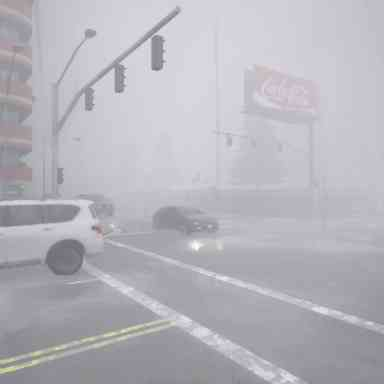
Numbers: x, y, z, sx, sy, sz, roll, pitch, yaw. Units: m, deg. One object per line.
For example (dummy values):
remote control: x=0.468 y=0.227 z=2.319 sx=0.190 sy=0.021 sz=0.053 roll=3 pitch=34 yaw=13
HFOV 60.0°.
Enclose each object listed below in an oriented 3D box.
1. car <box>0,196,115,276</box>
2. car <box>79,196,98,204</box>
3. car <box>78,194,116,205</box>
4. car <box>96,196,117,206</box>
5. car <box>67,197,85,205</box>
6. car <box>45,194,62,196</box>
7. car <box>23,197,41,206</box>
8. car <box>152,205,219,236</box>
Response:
car: x=-5.201 y=1.222 z=8.880 sx=5.566 sy=2.045 sz=2.150 roll=0 pitch=0 yaw=-35
car: x=-19.974 y=1.478 z=64.040 sx=1.882 sy=1.535 sz=5.008 roll=0 pitch=0 yaw=-36
car: x=-9.055 y=1.220 z=30.533 sx=2.150 sy=2.045 sz=5.566 roll=0 pitch=0 yaw=-36
car: x=-14.487 y=1.505 z=56.410 sx=1.837 sy=1.490 sz=4.892 roll=0 pitch=0 yaw=-36
car: x=-20.557 y=1.564 z=58.857 sx=1.994 sy=1.385 sz=4.181 roll=0 pitch=0 yaw=-36
car: x=-17.643 y=1.223 z=42.495 sx=2.150 sy=2.045 sz=5.566 roll=0 pitch=0 yaw=-35
car: x=-26.498 y=1.471 z=54.957 sx=1.994 sy=1.385 sz=4.181 roll=0 pitch=0 yaw=-36
car: x=-0.498 y=1.507 z=18.636 sx=1.837 sy=1.490 sz=4.892 roll=0 pitch=-1 yaw=-36
